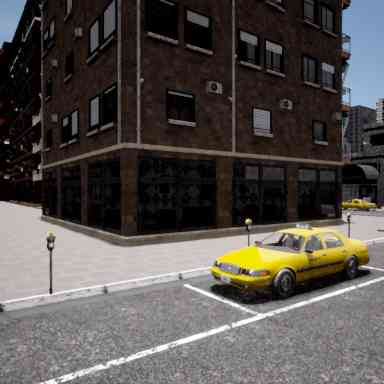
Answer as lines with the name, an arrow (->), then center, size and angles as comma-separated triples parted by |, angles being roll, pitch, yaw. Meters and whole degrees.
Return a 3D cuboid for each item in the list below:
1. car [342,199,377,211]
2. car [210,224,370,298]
car -> 19.322, 1.469, 39.712 | 1.752, 1.417, 4.829 | 0, 0, -35
car -> 2.671, 1.525, 8.478 | 4.829, 1.417, 1.752 | 0, 0, -36
